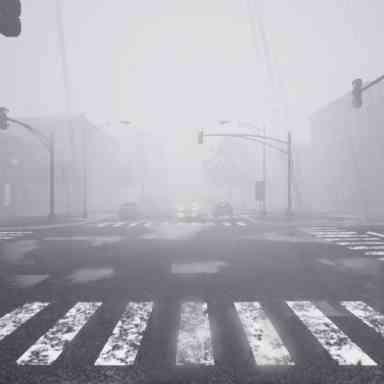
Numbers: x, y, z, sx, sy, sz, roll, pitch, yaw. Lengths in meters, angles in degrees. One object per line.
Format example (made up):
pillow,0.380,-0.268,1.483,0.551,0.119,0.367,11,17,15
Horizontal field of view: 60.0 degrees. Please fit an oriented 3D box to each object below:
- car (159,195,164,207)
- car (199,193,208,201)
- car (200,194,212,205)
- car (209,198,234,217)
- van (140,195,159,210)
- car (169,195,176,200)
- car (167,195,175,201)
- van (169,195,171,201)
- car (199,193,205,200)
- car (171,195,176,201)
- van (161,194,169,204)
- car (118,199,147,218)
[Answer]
car,-5.519,1.535,47.031,1.887,1.381,4.507,0,0,0
car,3.003,1.296,85.823,2.192,1.841,5.009,-1,0,0
car,2.903,1.539,58.092,2.008,1.369,4.403,-1,0,0
car,2.800,1.520,30.531,1.752,1.417,4.829,-1,0,0
van,-5.541,1.333,41.484,1.690,1.788,3.998,0,0,0
car,-5.355,1.561,91.400,1.802,1.307,4.206,0,0,0
car,-5.375,1.526,85.854,1.887,1.381,4.507,0,0,0
van,-5.459,1.328,63.669,1.690,1.788,3.998,0,0,0
car,2.964,1.550,74.730,1.947,1.339,4.313,-1,0,0
car,-5.396,1.548,80.308,1.947,1.339,4.313,0,0,0
van,-5.480,1.329,58.123,1.690,1.788,3.998,0,0,0
car,-5.580,1.576,30.392,1.802,1.307,4.206,0,0,0
